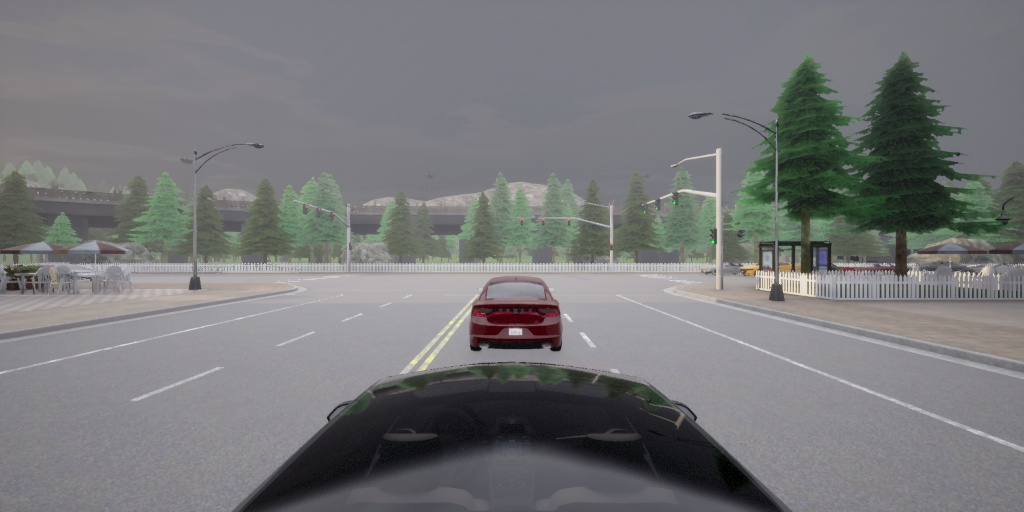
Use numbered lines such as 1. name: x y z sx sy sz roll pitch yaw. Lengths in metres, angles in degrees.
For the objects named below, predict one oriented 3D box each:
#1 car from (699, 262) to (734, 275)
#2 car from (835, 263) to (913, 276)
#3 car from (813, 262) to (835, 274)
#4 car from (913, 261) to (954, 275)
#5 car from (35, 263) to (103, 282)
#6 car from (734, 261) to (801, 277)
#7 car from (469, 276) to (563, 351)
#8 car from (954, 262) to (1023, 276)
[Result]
1. car: 21.882 1.295 36.659 4.718 1.301 1.895 0 0 1
2. car: 33.121 1.295 32.935 4.718 1.301 1.895 0 0 2
3. car: 31.051 1.295 36.510 4.718 1.301 1.895 0 0 2
4. car: 41.692 1.200 35.594 4.892 1.490 1.837 0 0 10
5. car: -32.881 1.220 26.181 4.674 1.442 1.812 0 0 -2
6. car: 23.818 1.172 33.127 5.008 1.535 1.882 0 0 1
7. car: 0.103 1.228 9.002 1.882 1.535 5.008 0 0 1
8. car: 43.004 1.258 31.788 4.181 1.385 1.994 0 0 14
